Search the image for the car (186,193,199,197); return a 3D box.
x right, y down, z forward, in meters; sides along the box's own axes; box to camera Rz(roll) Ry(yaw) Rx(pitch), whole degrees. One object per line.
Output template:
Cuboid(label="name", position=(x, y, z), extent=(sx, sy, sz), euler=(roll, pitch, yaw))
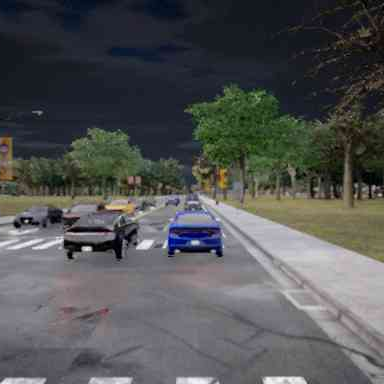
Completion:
Cuboid(label="car", position=(0.085, 1.209, 57.119), extent=(2.150, 2.045, 5.566), euler=(0, 0, 0))

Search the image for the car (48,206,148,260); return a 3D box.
Cuboid(label="car", position=(-3.143, 1.483, 12.376), extent=(2.128, 1.511, 4.902), euler=(0, 0, 0))

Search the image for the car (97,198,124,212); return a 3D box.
Cuboid(label="car", position=(-9.785, 1.528, 40.524), extent=(2.033, 1.411, 5.357), euler=(0, 0, 0))

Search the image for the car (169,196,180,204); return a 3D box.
Cuboid(label="car", position=(-3.218, 1.465, 62.768), extent=(1.882, 1.535, 5.008), euler=(0, 0, 0))

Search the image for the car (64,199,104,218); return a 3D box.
Cuboid(label="car", position=(-9.825, 1.473, 30.706), extent=(2.128, 1.511, 4.902), euler=(0, 0, 0))

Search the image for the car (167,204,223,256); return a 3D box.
Cuboid(label="car", position=(0.105, 1.468, 13.113), extent=(1.882, 1.535, 5.008), euler=(0, 0, 0))

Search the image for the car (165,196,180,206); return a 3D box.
Cuboid(label="car", position=(-3.216, 1.510, 52.875), extent=(1.812, 1.442, 4.674), euler=(0, 0, 0))

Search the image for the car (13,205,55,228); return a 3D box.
Cuboid(label="car", position=(-9.835, 1.549, 21.786), extent=(1.994, 1.385, 4.181), euler=(0, 0, 1))

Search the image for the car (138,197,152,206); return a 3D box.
Cuboid(label="car", position=(-6.539, 1.473, 40.228), extent=(2.128, 1.511, 4.902), euler=(0, 0, 1))

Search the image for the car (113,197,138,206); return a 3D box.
Cuboid(label="car", position=(-6.578, 1.459, 30.656), extent=(1.882, 1.535, 5.008), euler=(0, 0, 0))

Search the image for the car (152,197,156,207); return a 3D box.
Cuboid(label="car", position=(-6.475, 1.488, 50.276), extent=(1.837, 1.490, 4.892), euler=(0, 0, 0))

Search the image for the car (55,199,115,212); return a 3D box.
Cuboid(label="car", position=(-6.586, 1.463, 21.076), extent=(1.882, 1.535, 5.008), euler=(0, 0, 0))

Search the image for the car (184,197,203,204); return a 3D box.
Cuboid(label="car", position=(0.117, 1.507, 34.269), extent=(1.812, 1.442, 4.674), euler=(0, 0, 0))

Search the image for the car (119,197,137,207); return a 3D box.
Cuboid(label="car", position=(-9.725, 1.488, 50.694), extent=(1.837, 1.490, 4.892), euler=(0, 0, 0))
